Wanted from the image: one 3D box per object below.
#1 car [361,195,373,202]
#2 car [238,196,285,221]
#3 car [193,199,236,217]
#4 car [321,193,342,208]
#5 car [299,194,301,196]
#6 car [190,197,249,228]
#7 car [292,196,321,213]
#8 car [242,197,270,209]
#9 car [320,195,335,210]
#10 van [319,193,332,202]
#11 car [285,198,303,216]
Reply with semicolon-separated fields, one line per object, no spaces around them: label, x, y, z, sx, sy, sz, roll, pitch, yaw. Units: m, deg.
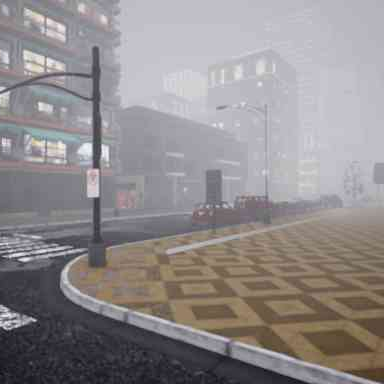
car;34.872;1.309;66.344;1.887;1.381;4.507;-1;0;36
car;4.997;1.189;25.830;2.192;1.841;5.009;-1;0;36
car;2.183;1.448;31.136;1.812;1.442;4.674;-1;0;36
car;18.274;1.141;43.837;2.192;1.841;5.009;-1;0;36
car;15.420;1.421;48.923;2.033;1.411;5.357;-1;0;36
car;1.678;1.325;21.328;1.967;1.590;4.097;-1;0;36
car;11.637;1.395;34.833;1.887;1.381;4.507;-1;0;36
car;8.513;1.443;43.874;1.752;1.417;4.829;-1;0;36
car;14.957;1.389;39.334;2.008;1.369;4.403;-1;0;36
van;28.529;1.185;71.021;1.690;1.788;3.998;-1;0;36
car;8.318;1.444;30.331;1.802;1.307;4.206;-1;0;36
